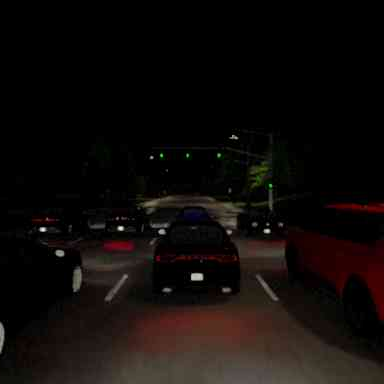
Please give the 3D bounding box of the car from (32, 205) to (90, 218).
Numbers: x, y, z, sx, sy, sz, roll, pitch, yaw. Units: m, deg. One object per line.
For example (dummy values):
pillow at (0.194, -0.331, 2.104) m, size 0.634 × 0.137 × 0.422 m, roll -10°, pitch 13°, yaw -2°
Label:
car at (-6.912, 1.478, 17.853) m, size 1.837 × 1.490 × 4.892 m, roll 0°, pitch 0°, yaw 0°

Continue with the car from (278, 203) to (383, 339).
car at (3.595, 1.213, 6.684) m, size 2.150 × 2.045 × 5.566 m, roll 0°, pitch 0°, yaw 0°

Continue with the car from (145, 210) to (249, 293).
car at (0.095, 1.464, 8.826) m, size 1.882 × 1.535 × 5.008 m, roll 0°, pitch 0°, yaw 0°

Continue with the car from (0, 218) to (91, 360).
car at (-3.403, 1.469, 5.555) m, size 1.882 × 1.535 × 5.008 m, roll 0°, pitch 0°, yaw 0°

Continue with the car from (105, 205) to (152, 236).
car at (-3.410, 1.477, 18.342) m, size 1.837 × 1.490 × 4.892 m, roll 0°, pitch 0°, yaw 0°

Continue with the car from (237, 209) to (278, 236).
car at (3.591, 1.573, 18.071) m, size 1.895 × 1.301 × 4.718 m, roll 0°, pitch 0°, yaw 0°

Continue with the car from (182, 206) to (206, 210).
car at (0.095, 1.497, 18.486) m, size 1.812 × 1.442 × 4.674 m, roll 0°, pitch 0°, yaw 0°
